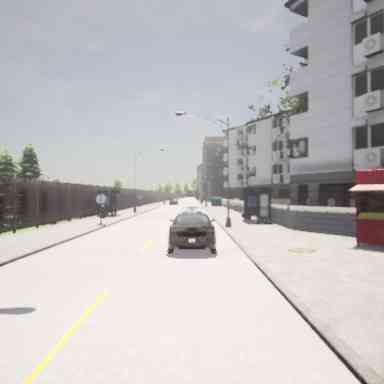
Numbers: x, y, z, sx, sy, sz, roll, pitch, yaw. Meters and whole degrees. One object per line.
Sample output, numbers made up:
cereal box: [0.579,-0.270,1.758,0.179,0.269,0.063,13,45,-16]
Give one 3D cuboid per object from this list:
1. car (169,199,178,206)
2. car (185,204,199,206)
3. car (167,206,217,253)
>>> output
car: [-3.980,2.269,72.170,1.895,1.301,4.718,0,-1,0]
car: [0.013,1.802,29.385,1.812,1.442,4.674,0,0,0]
car: [0.010,1.614,14.480,1.882,1.535,5.008,0,0,0]
